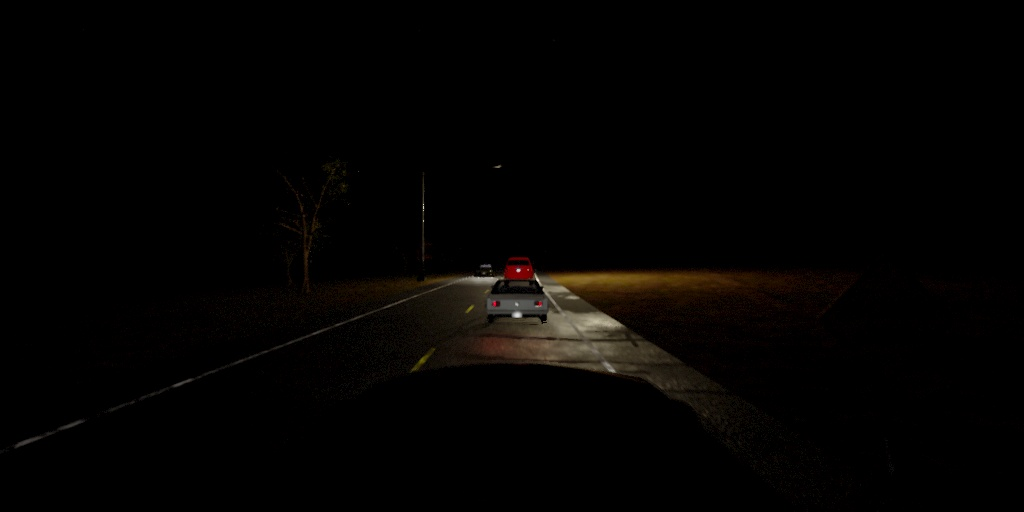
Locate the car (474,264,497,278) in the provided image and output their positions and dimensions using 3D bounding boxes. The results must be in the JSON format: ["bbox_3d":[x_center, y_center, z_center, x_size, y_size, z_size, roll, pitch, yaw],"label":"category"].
[{"bbox_3d":[-2.749,1.562,38.231,1.994,1.385,4.181,0,0,3],"label":"car"}]

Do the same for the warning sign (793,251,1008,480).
[{"bbox_3d":[3.549,0.879,3.423,1.300,1.860,1.060,0,0,0],"label":"warning sign"}]

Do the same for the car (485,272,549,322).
[{"bbox_3d":[0.185,1.426,12.564,1.895,1.301,4.718,0,0,1],"label":"car"}]

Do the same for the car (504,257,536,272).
[{"bbox_3d":[0.556,1.155,28.433,2.150,2.045,5.566,0,0,2],"label":"car"}]
